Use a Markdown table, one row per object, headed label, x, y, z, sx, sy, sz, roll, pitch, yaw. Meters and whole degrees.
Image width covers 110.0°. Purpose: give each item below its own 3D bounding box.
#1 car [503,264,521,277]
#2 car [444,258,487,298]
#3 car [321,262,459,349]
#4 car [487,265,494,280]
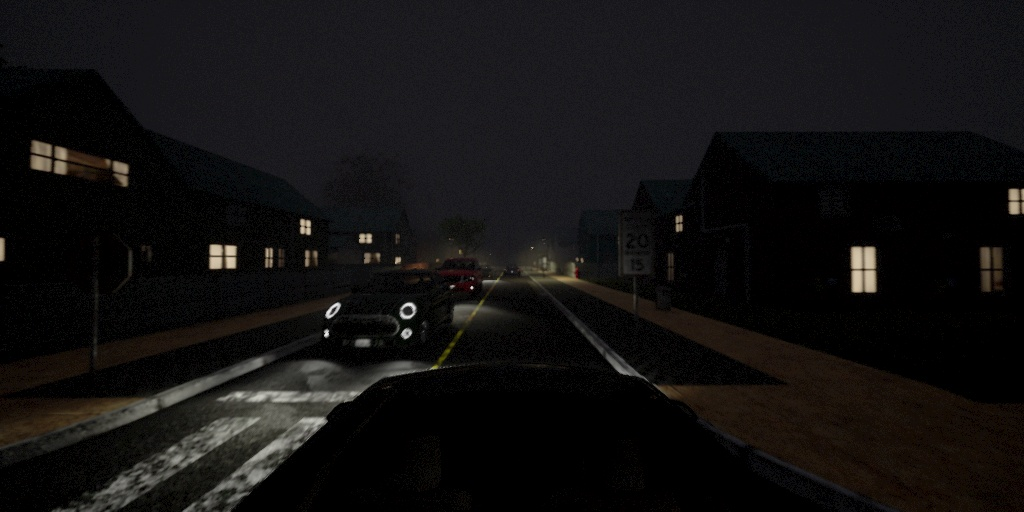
| label | x | y | z | sx | sy | sz | roll | pitch | yaw |
| --- | --- | --- | --- | --- | --- | --- | --- | --- | --- |
| car | 0.013 | 1.676 | 40.777 | 1.994 | 1.385 | 4.181 | 0 | -1 | 0 |
| car | -2.842 | 1.107 | 19.914 | 2.150 | 2.045 | 5.566 | 0 | 0 | 0 |
| car | -2.893 | 1.147 | 9.334 | 2.097 | 1.767 | 4.553 | 0 | 0 | 2 |
| car | -2.815 | 1.613 | 35.527 | 1.994 | 1.385 | 4.181 | 0 | -1 | 0 |
